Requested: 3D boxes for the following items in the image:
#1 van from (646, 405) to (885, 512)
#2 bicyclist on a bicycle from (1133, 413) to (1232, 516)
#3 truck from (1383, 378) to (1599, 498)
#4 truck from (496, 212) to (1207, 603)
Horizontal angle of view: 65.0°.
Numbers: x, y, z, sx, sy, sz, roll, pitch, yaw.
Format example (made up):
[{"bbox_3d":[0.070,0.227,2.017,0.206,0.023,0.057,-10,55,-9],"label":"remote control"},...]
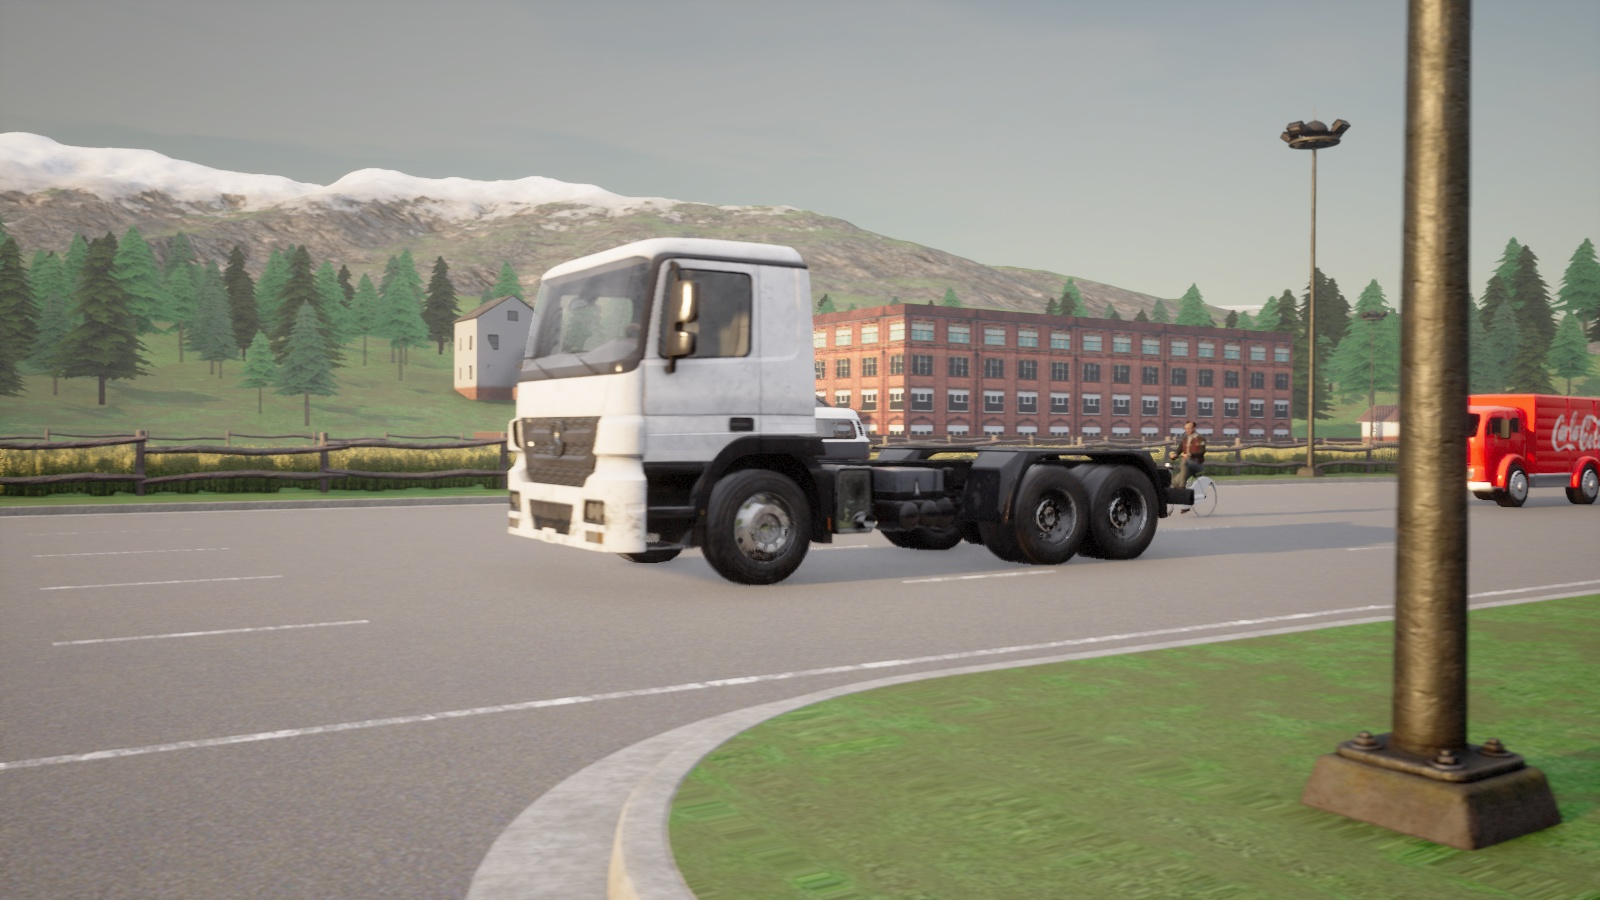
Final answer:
[{"bbox_3d":[-0.677,0.127,25.968,4.480,2.038,2.069,-1,1,-33],"label":"van"},{"bbox_3d":[6.856,0.235,22.486,1.843,1.776,0.659,-1,1,-33],"label":"bicyclist on a bicycle"},{"bbox_3d":[15.914,-0.298,28.296,5.204,2.467,2.627,-1,1,-33],"label":"truck"},{"bbox_3d":[0.862,-0.447,14.475,7.936,3.462,2.891,-1,1,-33],"label":"truck"}]
